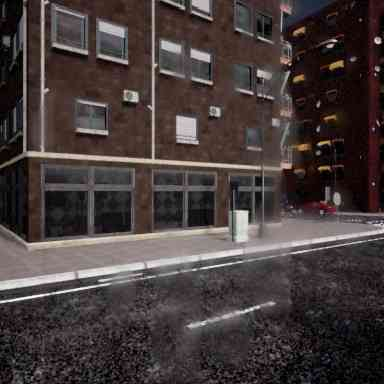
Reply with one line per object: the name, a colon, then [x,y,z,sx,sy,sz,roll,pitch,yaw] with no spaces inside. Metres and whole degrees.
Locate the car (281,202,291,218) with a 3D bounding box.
car: [7.205,1.862,32.719,1.802,1.307,4.206,-1,0,-36]

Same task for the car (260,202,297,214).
car: [10.853,1.920,41.920,1.947,1.339,4.313,-1,0,-36]

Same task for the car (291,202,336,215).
car: [13.970,1.828,37.607,1.887,1.381,4.507,-1,0,-36]
